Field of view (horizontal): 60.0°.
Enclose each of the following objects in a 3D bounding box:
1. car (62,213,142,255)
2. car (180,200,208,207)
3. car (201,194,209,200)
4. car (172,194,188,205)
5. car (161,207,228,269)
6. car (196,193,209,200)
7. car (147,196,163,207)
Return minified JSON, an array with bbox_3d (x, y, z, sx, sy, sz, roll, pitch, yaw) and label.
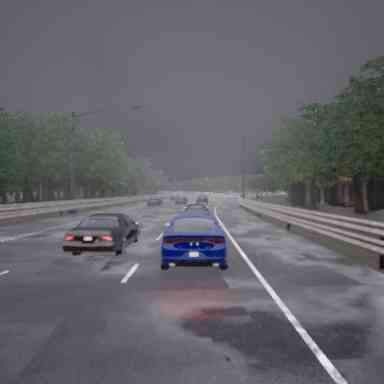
[{"bbox_3d":[-3.297,1.535,13.148,2.033,1.411,5.357,0,0,1],"label":"car"},{"bbox_3d":[0.321,1.546,23.899,1.994,1.385,4.181,0,0,1],"label":"car"},{"bbox_3d":[3.298,1.260,84.822,1.882,1.535,5.008,0,0,3],"label":"car"},{"bbox_3d":[-1.708,1.383,57.119,2.128,1.511,4.902,0,0,3],"label":"car"},{"bbox_3d":[0.082,1.470,11.140,1.882,1.535,5.008,0,0,1],"label":"car"},{"bbox_3d":[1.921,1.231,60.930,2.097,1.767,4.553,0,0,3],"label":"car"},{"bbox_3d":[-5.555,1.404,50.721,2.128,1.511,4.902,0,0,3],"label":"car"}]
